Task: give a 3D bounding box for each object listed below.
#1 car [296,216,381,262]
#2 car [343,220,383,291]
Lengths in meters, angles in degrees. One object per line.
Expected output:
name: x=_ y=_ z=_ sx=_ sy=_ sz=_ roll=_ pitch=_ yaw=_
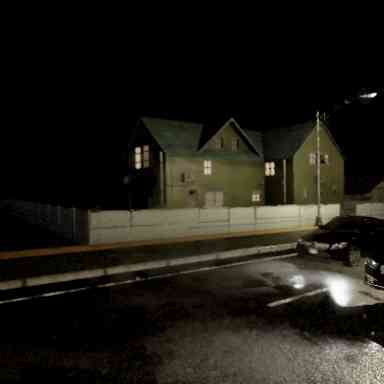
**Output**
car: x=5.666 y=1.586 z=11.705 sx=4.674 sy=1.442 sz=1.812 roll=0 pitch=0 yaw=-36
car: x=6.063 y=1.542 z=8.010 sx=4.902 sy=1.511 sz=2.128 roll=0 pitch=0 yaw=-36
